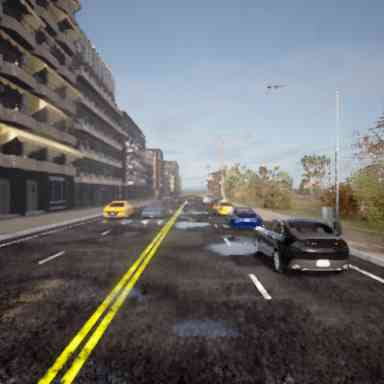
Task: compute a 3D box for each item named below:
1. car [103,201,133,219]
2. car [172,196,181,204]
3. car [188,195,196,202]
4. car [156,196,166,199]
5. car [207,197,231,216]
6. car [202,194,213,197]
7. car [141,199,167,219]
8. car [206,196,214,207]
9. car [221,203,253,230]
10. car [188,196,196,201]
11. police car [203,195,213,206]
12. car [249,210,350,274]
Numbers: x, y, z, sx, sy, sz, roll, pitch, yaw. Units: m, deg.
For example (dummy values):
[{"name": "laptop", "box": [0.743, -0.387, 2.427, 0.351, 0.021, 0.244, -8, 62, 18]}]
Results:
[{"name": "car", "box": [-6.578, 1.567, 30.063, 1.882, 1.535, 5.008, 0, 0, 0]}, {"name": "car", "box": [-3.239, 1.613, 70.042, 1.882, 1.535, 5.008, 0, 0, 0]}, {"name": "car", "box": [0.013, 1.603, 80.971, 2.097, 1.767, 4.553, 0, 0, 0]}, {"name": "car", "box": [-6.489, 1.635, 70.042, 1.837, 1.490, 4.892, 0, 0, 0]}, {"name": "car", "box": [3.075, 1.555, 33.246, 1.801, 1.575, 5.366, 0, 0, -7]}, {"name": "car", "box": [3.261, 1.427, 65.705, 2.150, 2.045, 5.566, 0, 0, 0]}, {"name": "car", "box": [-3.334, 1.637, 30.134, 2.033, 1.411, 5.357, 0, 0, 0]}, {"name": "car", "box": [3.257, 1.610, 43.673, 1.882, 1.535, 5.008, 0, 0, 0]}, {"name": "car", "box": [3.254, 1.627, 21.672, 1.994, 1.385, 4.181, 0, 0, 0]}, {"name": "car", "box": [0.015, 1.823, 93.746, 2.128, 1.511, 4.902, 0, 0, 0]}, {"name": "police car", "box": [3.259, 1.673, 54.674, 2.038, 1.542, 4.974, 0, 0, 0]}, {"name": "car", "box": [3.252, 1.534, 10.672, 1.837, 1.490, 4.892, 0, 0, 0]}]
